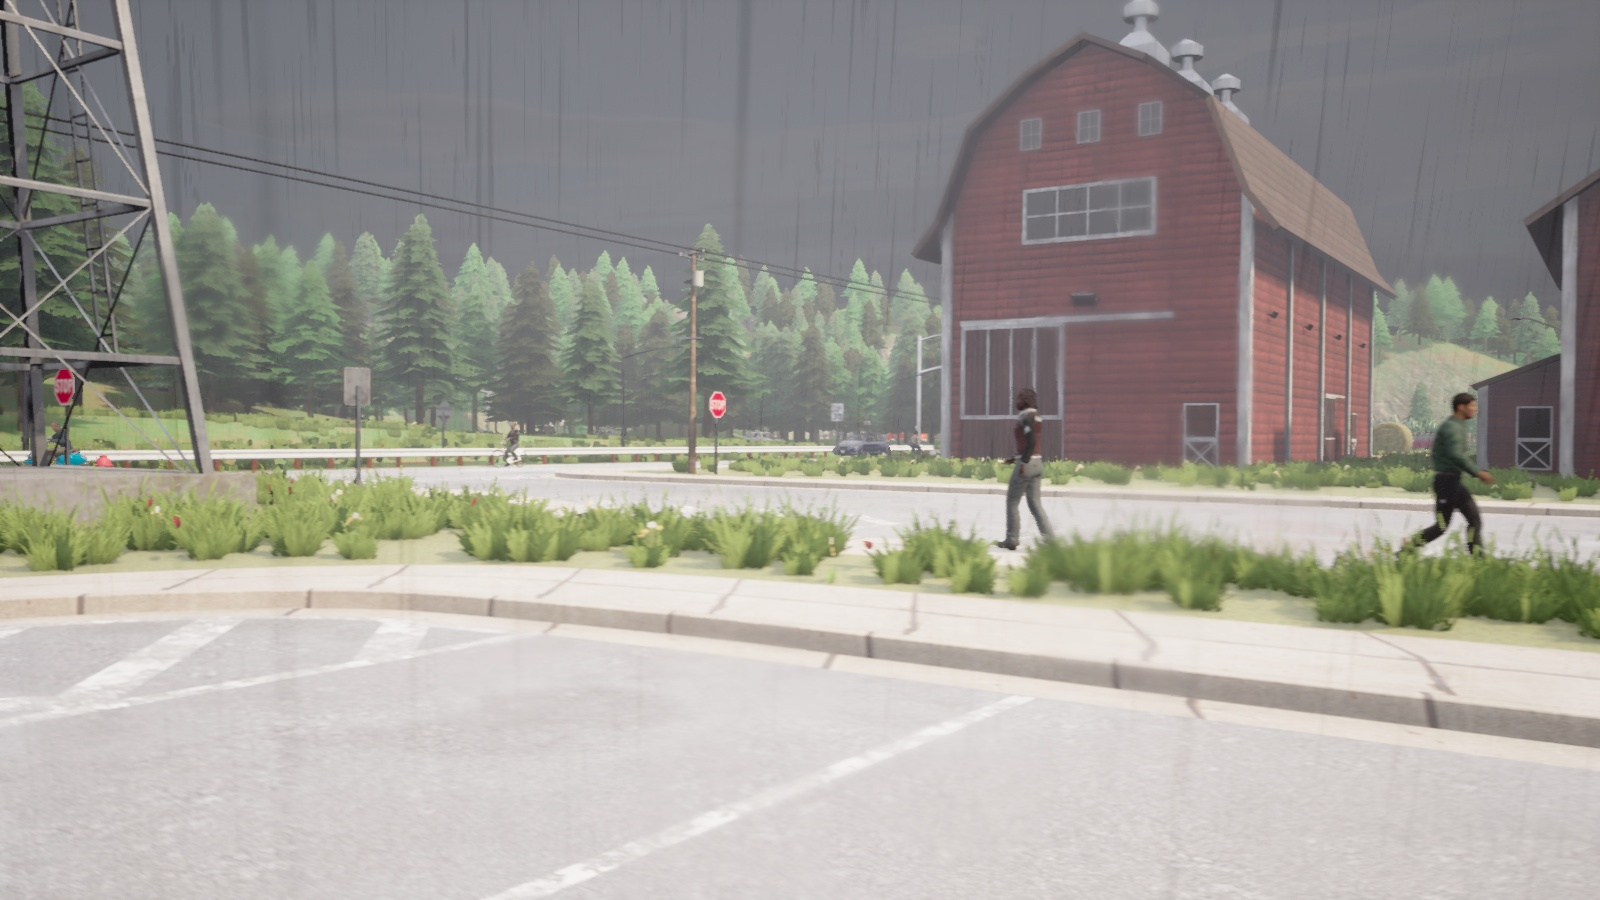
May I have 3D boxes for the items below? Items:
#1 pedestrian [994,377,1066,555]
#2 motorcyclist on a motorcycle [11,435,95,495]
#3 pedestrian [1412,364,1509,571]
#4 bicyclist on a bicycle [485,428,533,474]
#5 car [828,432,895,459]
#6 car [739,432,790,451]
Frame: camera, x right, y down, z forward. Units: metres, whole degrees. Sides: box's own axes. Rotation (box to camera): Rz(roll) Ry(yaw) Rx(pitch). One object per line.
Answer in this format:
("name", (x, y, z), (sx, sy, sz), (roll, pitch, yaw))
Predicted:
("pedestrian", (2.567, 0.169, 14.013), (0.666, 1.930, 0.402), (0, 1, 36))
("motorcyclist on a motorcycle", (-20.573, 0.380, 34.605), (0.866, 1.590, 1.817), (2, 2, 44))
("pedestrian", (6.413, 0.161, 12.189), (0.788, 1.949, 0.423), (0, 1, 34))
("bicyclist on a bicycle", (-11.303, 0.019, 48.850), (0.659, 1.776, 1.843), (0, 1, 34))
("car", (3.508, -0.271, 70.714), (1.816, 1.474, 4.193), (0, 1, 34))
("car", (-2.801, -0.690, 99.342), (1.970, 1.475, 3.806), (-1, 1, -43))
